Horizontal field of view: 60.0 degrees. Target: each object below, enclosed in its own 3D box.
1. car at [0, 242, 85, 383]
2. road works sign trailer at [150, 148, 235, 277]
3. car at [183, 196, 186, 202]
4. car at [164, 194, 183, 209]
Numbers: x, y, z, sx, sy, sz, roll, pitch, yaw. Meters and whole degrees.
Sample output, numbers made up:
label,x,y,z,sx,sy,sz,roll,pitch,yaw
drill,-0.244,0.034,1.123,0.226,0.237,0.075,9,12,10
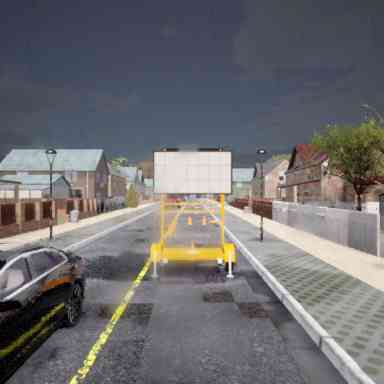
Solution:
label,x,y,z,sx,sy,sz,roll,pitch,yaw
car,-2.844,1.493,4.150,2.128,1.511,4.902,0,0,0
road works sign trailer,0.023,0.471,10.208,2.380,3.560,2.880,0,0,0
car,-2.671,1.631,82.469,2.097,1.767,4.553,0,0,0
car,-2.802,1.317,47.363,2.150,2.045,5.566,0,0,0
